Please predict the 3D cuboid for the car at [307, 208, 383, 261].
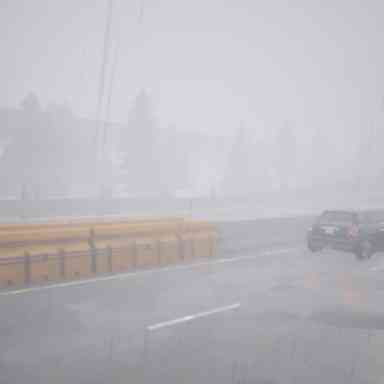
[{"bbox_3d":[6.522,1.404,12.793,4.553,1.767,2.097,0,0,-35],"label":"car"}]
